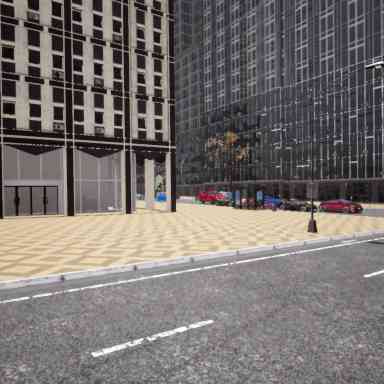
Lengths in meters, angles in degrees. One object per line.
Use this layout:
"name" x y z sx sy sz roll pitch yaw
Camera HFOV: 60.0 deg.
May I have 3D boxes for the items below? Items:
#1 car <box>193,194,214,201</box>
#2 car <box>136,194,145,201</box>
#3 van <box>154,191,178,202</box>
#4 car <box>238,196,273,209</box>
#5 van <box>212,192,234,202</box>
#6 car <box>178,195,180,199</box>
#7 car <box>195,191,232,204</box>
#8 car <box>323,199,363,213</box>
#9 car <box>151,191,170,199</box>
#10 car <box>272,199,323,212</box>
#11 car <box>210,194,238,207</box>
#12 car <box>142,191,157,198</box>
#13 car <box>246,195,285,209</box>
"car" 2.196 1.044 63.658 1.802 1.307 4.206 0 1 -34
"car" -11.129 1.040 68.340 2.008 1.369 4.403 0 1 -34
"van" -4.732 0.938 58.941 1.690 1.788 3.998 0 1 -34
"car" 7.968 1.388 40.090 1.802 1.307 4.206 0 1 -34
"van" 5.393 0.856 58.957 1.690 1.788 3.998 0 1 -34
"car" -4.201 0.937 73.055 1.802 1.307 4.206 0 1 -34
"car" 3.364 0.874 51.652 2.150 2.045 5.566 -1 1 -34
"car" 15.238 1.408 34.195 1.994 1.385 4.181 -1 1 -34
"car" -7.400 0.616 77.750 2.192 1.841 5.009 0 1 -34
"car" 11.152 1.424 35.380 1.947 1.339 4.313 0 1 -34
"car" 4.818 1.320 44.820 1.947 1.339 4.313 0 1 -34
"car" -10.598 0.687 82.449 1.967 1.590 4.097 0 1 -34
"car" 9.350 1.227 42.848 1.882 1.535 5.008 -1 1 -34
